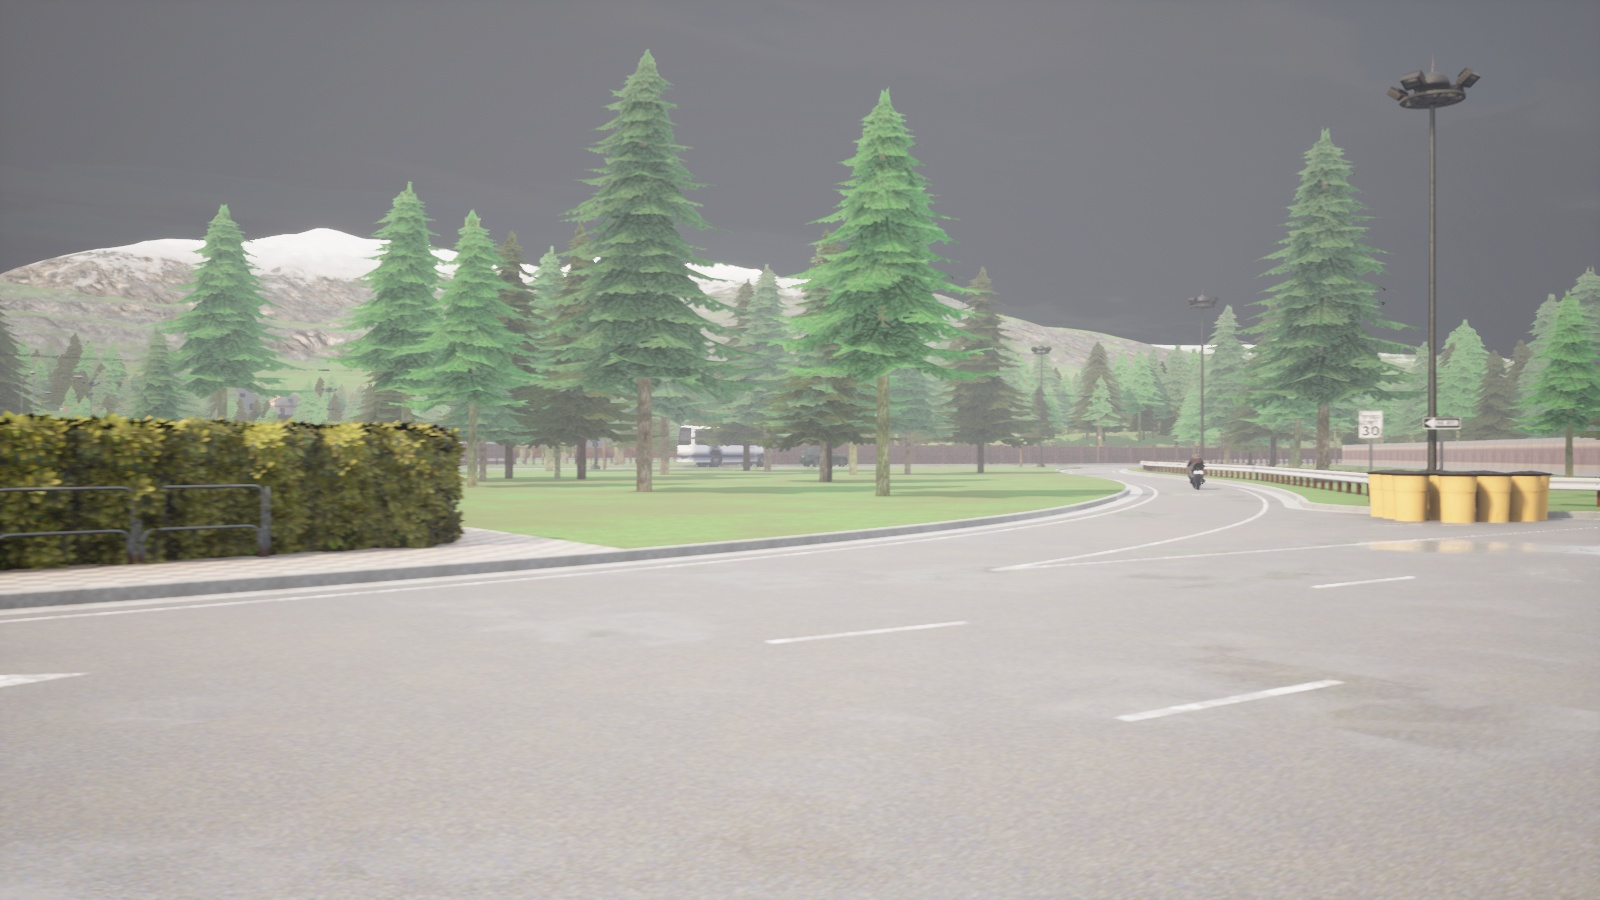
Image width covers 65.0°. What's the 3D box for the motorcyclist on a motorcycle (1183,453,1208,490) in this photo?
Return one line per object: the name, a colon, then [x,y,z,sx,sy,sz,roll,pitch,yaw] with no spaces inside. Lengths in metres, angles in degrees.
motorcyclist on a motorcycle: [16.682,0.874,53.002,0.866,1.530,2.191,0,0,13]
